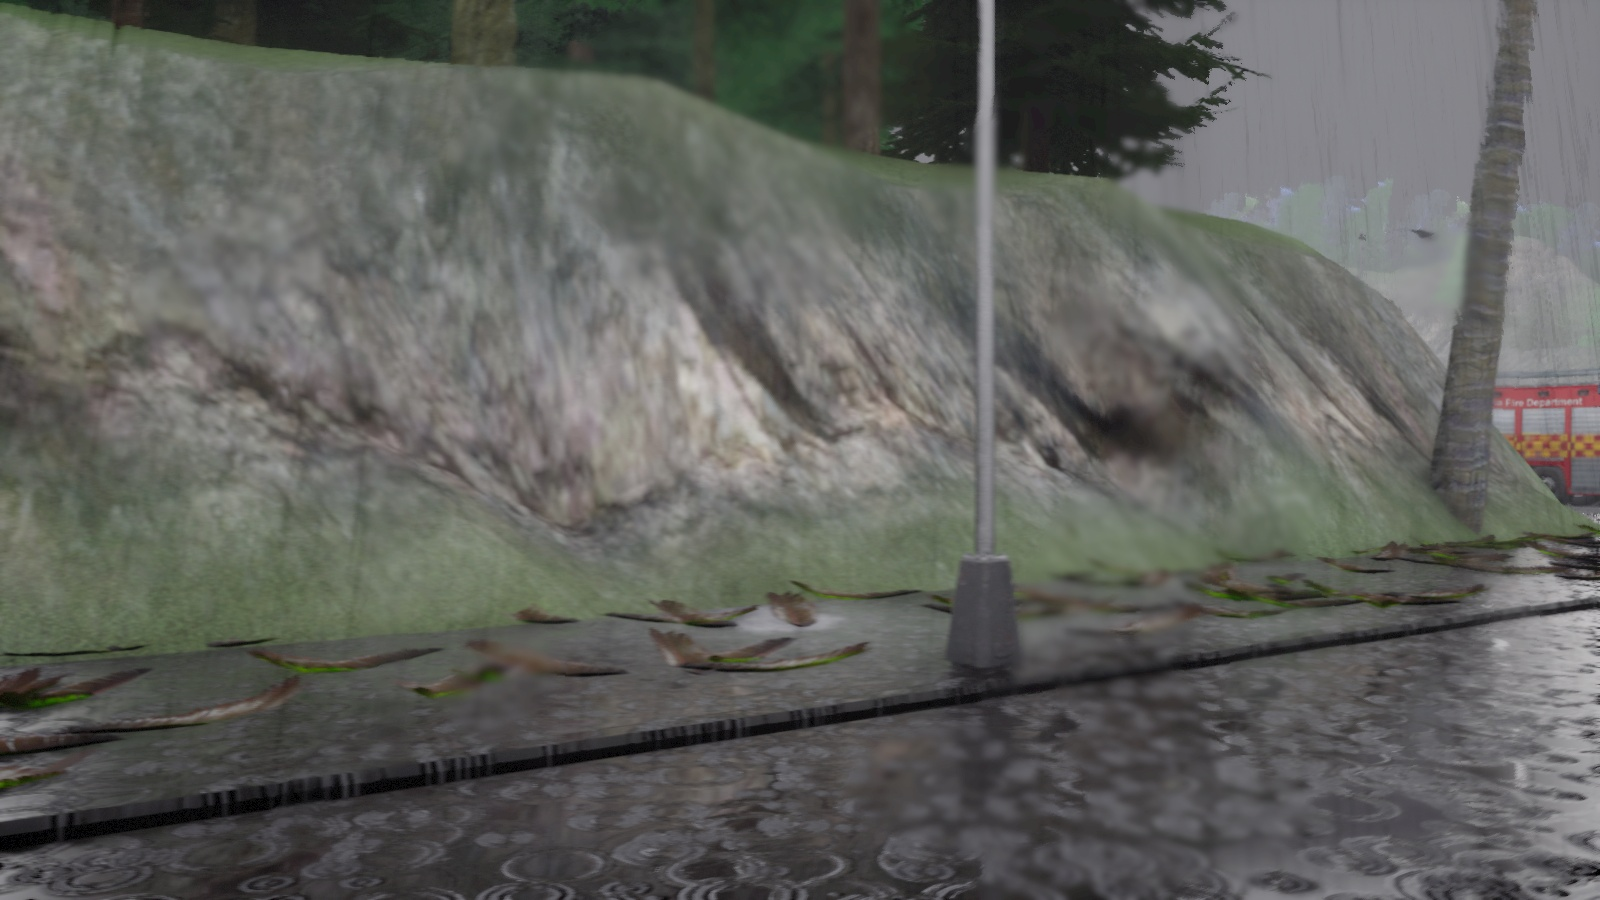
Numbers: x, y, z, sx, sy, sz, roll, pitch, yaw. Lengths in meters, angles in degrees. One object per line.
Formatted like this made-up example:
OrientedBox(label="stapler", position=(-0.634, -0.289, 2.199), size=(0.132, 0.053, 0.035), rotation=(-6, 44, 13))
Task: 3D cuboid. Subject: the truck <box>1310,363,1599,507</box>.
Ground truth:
OrientedBox(label="truck", position=(19.968, -0.401, 37.607), size=(2.891, 3.827, 8.468), rotation=(0, 0, -36))
